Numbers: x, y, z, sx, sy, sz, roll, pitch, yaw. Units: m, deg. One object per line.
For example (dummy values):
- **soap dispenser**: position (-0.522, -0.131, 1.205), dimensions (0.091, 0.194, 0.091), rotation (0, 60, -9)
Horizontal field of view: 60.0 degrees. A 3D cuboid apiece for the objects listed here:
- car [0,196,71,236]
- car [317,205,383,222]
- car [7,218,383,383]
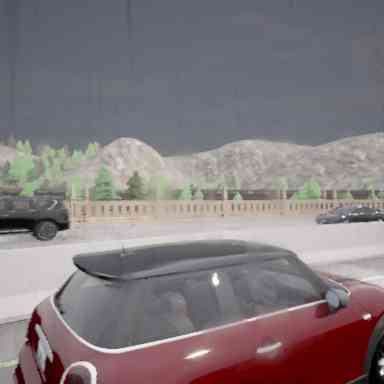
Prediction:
- **car**: position (-8.407, 1.202, 15.006), dimensions (5.566, 2.045, 2.150), rotation (0, 0, -34)
- **car**: position (10.101, 1.592, 21.109), dimensions (4.892, 1.490, 1.837), rotation (0, 0, -23)
- **car**: position (0.545, 1.361, 3.888), dimensions (4.553, 1.767, 2.097), rotation (0, 0, -33)
